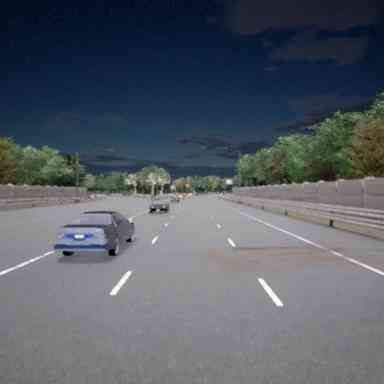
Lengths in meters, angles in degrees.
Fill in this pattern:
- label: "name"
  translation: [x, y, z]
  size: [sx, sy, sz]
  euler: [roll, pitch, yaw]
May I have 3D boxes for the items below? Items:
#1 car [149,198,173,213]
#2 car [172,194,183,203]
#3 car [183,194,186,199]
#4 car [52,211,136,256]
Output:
- label: "car"
  translation: [-3.483, 1.572, 36.621]
  size: [1.895, 1.301, 4.718]
  euler: [0, 0, 0]
- label: "car"
  translation: [-3.469, 1.494, 69.735]
  size: [2.033, 1.411, 5.357]
  euler: [0, 0, 0]
- label: "car"
  translation: [-3.459, 1.283, 95.220]
  size: [2.097, 1.767, 4.553]
  euler: [0, 0, 0]
- label: "car"
  translation: [-3.494, 1.426, 12.826]
  size: [2.033, 1.411, 5.357]
  euler: [0, 0, 0]
